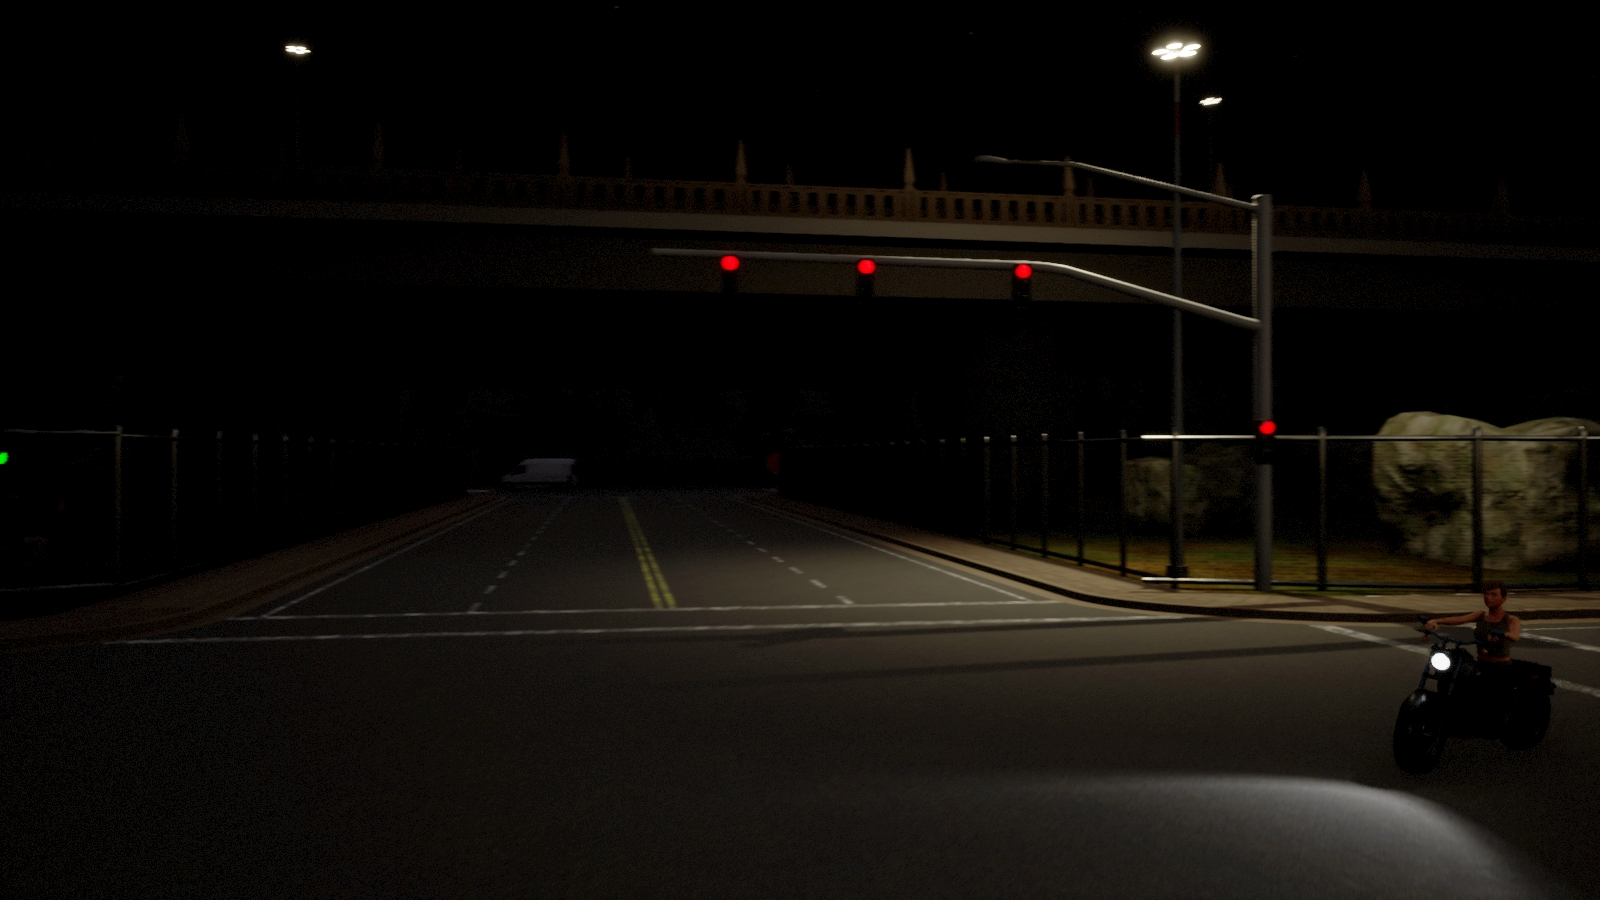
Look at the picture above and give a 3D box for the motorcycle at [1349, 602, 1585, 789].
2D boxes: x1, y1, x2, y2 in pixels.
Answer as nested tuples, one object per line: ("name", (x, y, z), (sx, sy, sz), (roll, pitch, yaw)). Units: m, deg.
("motorcycle", (6.149, 2.183, 10.493), (2.356, 1.307, 0.764), (0, 1, -29))
